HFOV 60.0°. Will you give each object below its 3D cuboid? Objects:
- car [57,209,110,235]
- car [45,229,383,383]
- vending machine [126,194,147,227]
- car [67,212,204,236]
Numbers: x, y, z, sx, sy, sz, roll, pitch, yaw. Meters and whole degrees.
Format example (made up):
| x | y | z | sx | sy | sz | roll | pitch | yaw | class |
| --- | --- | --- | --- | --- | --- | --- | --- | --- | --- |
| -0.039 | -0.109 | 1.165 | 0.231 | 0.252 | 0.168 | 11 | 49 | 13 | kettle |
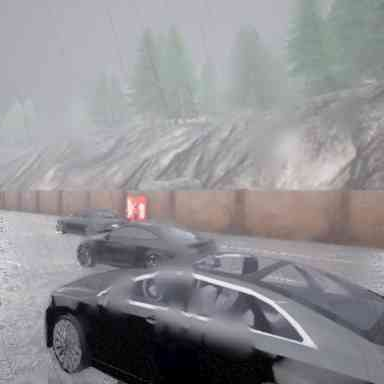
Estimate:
| x | y | z | sx | sy | sz | roll | pitch | yaw | class |
| --- | --- | --- | --- | --- | --- | --- | --- | --- | --- |
| -5.224 | 1.569 | 17.219 | 4.181 | 1.385 | 1.994 | 0 | 0 | 41 | car |
| 0.181 | 1.500 | 3.952 | 4.902 | 1.511 | 2.128 | 0 | 0 | 36 | car |
| -3.721 | 1.214 | 22.332 | 0.880 | 2.100 | 1.100 | 0 | 0 | 42 | vending machine |
| -1.353 | 1.535 | 9.515 | 4.674 | 1.442 | 1.812 | 0 | 0 | 38 | car |
